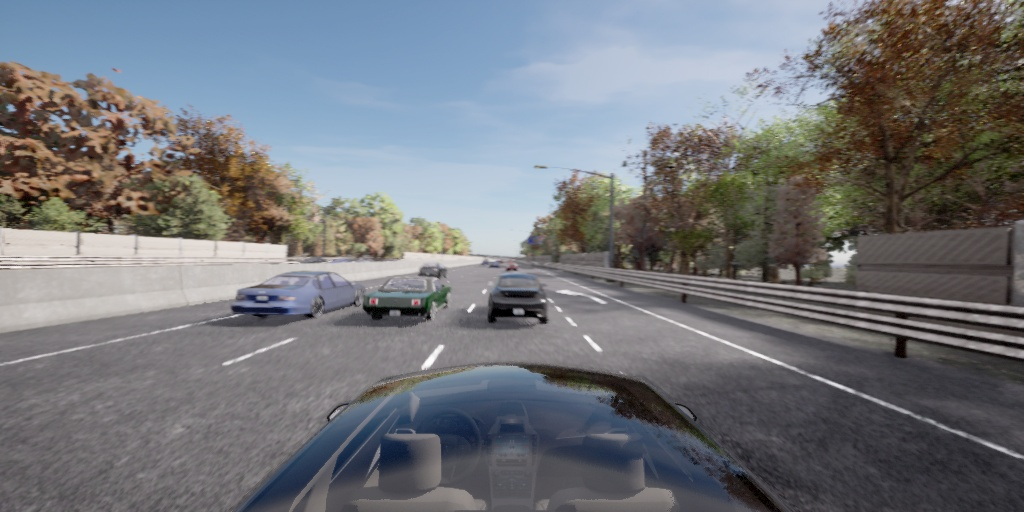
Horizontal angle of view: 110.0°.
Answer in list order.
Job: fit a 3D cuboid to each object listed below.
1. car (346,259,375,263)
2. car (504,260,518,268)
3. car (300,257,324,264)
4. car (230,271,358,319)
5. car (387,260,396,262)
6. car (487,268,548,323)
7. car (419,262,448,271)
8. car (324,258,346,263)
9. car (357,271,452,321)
[{"bbox_3d":[-21.042,1.121,51.111,2.128,1.511,4.902,1,0,0],"label":"car"},{"bbox_3d":[-0.050,1.816,58.004,1.895,1.301,4.718,1,0,0],"label":"car"},{"bbox_3d":[-28.032,0.958,50.818,1.837,1.490,4.892,1,0,0],"label":"car"},{"bbox_3d":[-6.815,1.213,12.268,2.033,1.411,5.357,1,0,0],"label":"car"},{"bbox_3d":[-17.544,1.289,52.060,1.994,1.385,4.181,1,0,0],"label":"car"},{"bbox_3d":[0.185,1.351,12.595,1.837,1.490,4.892,1,0,0],"label":"car"},{"bbox_3d":[-6.909,1.317,31.874,2.128,1.511,4.902,1,0,0],"label":"car"},{"bbox_3d":[-24.540,1.071,51.592,1.812,1.442,4.674,1,0,0],"label":"car"},{"bbox_3d":[-3.317,1.356,12.409,1.895,1.301,4.718,1,0,0],"label":"car"}]
